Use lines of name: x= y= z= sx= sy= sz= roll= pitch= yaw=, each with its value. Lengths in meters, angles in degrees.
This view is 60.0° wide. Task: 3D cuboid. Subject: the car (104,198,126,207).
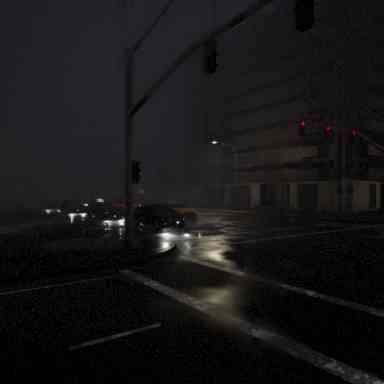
car: x=-12.685 y=1.656 z=54.836 sx=1.895 sy=1.301 sz=4.718 roll=0 pitch=0 yaw=-36

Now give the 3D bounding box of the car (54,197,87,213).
car: x=-13.758 y=1.603 z=37.899 sx=2.033 sy=1.411 sz=5.357 roll=0 pitch=0 yaw=-35

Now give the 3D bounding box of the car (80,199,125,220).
car: x=-7.898 y=1.603 z=29.639 sx=2.033 sy=1.411 sz=5.357 roll=0 pitch=0 yaw=-35

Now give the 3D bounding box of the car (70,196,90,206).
car: x=-19.911 y=1.547 z=58.954 sx=2.128 sy=1.511 sz=4.902 roll=0 pitch=0 yaw=-35

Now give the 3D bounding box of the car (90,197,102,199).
car: x=-12.947 y=1.603 z=42.800 sx=2.033 sy=1.411 sz=5.357 roll=0 pitch=0 yaw=-35

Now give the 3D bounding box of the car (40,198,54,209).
car: x=-19.807 y=1.533 z=46.472 sx=1.882 sy=1.535 sz=5.008 roll=0 pitch=0 yaw=-35

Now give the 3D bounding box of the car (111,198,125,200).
car: x=-6.861 y=1.407 z=34.223 sx=2.097 sy=1.767 sz=4.553 roll=0 pitch=0 yaw=-36

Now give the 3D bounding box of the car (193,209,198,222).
car: x=-1.485 y=1.533 z=26.661 sx=1.882 sy=1.535 sz=5.008 roll=0 pitch=0 yaw=-35

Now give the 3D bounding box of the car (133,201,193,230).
car: x=-2.254 y=1.560 z=21.702 sx=1.837 sy=1.490 sz=4.892 roll=0 pitch=0 yaw=-36

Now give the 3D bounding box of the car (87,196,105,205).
car: x=-17.961 y=1.581 z=62.260 sx=1.812 sy=1.442 sz=4.674 roll=0 pitch=0 yaw=-34
